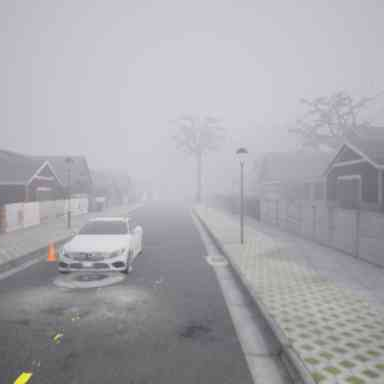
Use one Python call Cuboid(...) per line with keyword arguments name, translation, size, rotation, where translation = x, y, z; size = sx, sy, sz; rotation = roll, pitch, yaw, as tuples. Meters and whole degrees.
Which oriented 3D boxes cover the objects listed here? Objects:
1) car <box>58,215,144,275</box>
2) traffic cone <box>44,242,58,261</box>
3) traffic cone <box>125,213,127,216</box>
Cuboid(name="car", translation=(-2.602, 1.498, 10.489), size=(1.812, 1.442, 4.674), rotation=(0, 0, -1))
Cuboid(name="traffic cone", translation=(-4.618, 1.928, 10.920), size=(0.340, 0.580, 0.340), rotation=(0, 0, -1))
Cuboid(name="traffic cone", translation=(-5.135, 1.876, 25.879), size=(0.340, 0.580, 0.340), rotation=(0, 0, -2))
